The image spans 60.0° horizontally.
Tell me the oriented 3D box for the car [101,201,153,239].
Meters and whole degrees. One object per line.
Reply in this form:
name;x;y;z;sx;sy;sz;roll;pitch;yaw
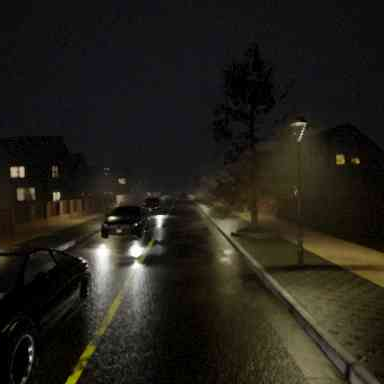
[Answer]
car;-3.266;1.417;16.927;1.812;1.442;4.674;-1;1;-2

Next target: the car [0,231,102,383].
car;-2.940;1.574;4.989;1.994;1.385;4.181;-1;1;-1

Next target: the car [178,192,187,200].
car;-1.920;0.920;69.906;2.033;1.411;5.357;-1;0;-2

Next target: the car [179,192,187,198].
car;-2.217;0.706;80.322;1.812;1.442;4.674;-1;0;-2

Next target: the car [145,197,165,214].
car;-3.618;1.263;30.921;1.837;1.490;4.892;-1;0;-1
